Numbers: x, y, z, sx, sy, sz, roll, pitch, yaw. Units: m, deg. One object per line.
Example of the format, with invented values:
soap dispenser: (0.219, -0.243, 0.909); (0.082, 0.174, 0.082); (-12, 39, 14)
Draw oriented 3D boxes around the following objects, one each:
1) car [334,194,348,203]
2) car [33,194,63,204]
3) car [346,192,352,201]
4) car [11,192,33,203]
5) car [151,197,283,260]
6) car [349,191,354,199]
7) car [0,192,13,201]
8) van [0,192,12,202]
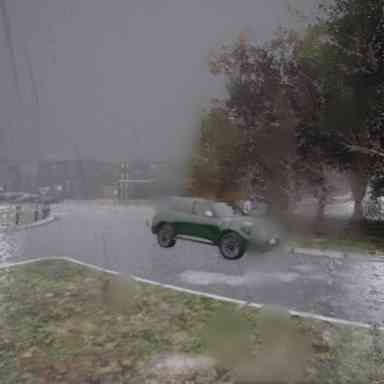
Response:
car: (34.036, 1.775, 77.163); (1.946, 1.575, 5.366); (1, 3, 35)
car: (-25.210, 1.397, 59.371); (2.163, 1.488, 4.792); (1, -1, 24)
car: (37.179, 1.575, 81.701); (1.946, 1.575, 5.366); (1, 3, 35)
car: (-30.157, 1.113, 61.609); (2.185, 1.767, 4.553); (2, -1, 24)
car: (0.742, 1.258, 13.024); (5.566, 2.045, 2.150); (2, 0, 44)
car: (40.314, 1.379, 86.246); (1.946, 1.575, 5.366); (1, 3, 35)
car: (-37.797, 0.881, 64.958); (2.185, 1.767, 4.553); (2, 0, 24)
van: (-32.876, 0.935, 62.642); (1.878, 1.987, 4.442); (2, -1, 24)
